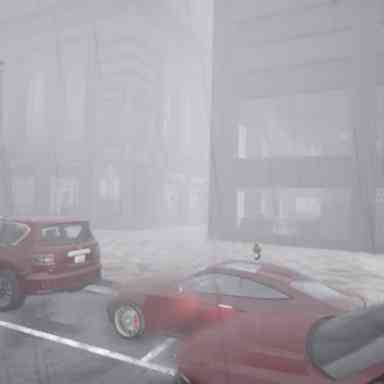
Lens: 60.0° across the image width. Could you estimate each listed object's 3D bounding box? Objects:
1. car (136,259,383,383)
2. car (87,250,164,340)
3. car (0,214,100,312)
[{"bbox_3d":[2.204,1.633,2.580,5.008,1.535,1.882,1,-2,26],"label":"car"},{"bbox_3d":[0.572,1.772,5.435,4.206,1.307,1.802,1,-2,26],"label":"car"},{"bbox_3d":[-4.467,1.426,7.888,5.009,1.841,2.192,1,-2,26],"label":"car"}]
